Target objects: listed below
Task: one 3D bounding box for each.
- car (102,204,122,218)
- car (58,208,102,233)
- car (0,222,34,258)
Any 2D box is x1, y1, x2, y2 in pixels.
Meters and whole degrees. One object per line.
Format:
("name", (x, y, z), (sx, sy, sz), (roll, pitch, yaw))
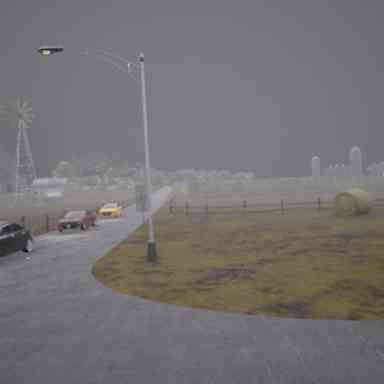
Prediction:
("car", (-9.345, 2.135, 38.477), (1.882, 1.535, 5.008), (-3, 0, -2))
("car", (-8.806, 2.149, 25.863), (1.882, 1.535, 5.008), (-3, 0, -3))
("car", (-8.287, 2.059, 13.788), (1.837, 1.490, 4.892), (-3, -1, -2))
